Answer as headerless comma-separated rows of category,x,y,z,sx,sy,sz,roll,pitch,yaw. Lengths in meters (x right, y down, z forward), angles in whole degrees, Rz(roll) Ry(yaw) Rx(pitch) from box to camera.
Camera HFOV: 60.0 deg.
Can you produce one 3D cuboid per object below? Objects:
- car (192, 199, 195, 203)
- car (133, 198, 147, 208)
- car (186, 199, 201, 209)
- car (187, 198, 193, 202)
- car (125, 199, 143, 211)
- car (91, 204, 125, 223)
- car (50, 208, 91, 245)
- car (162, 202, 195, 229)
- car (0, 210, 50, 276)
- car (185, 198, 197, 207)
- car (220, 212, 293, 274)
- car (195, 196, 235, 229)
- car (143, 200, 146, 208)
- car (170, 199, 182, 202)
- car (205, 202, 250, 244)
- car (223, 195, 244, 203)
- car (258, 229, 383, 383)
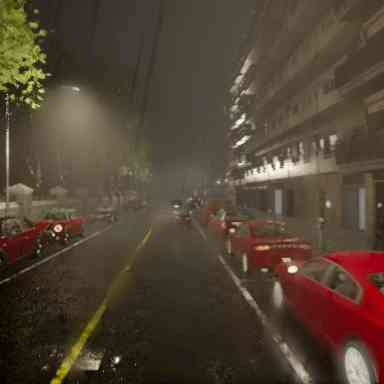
car,1.343,1.513,27.355,1.967,1.590,4.097,-1,0,-3
car,-8.481,1.790,54.861,1.752,1.417,4.829,-1,0,-3
car,0.172,1.729,49.845,1.947,1.339,4.313,-1,0,-3
car,0.463,1.579,44.222,1.967,1.590,4.097,-1,0,-3
car,-7.895,1.741,43.615,1.752,1.417,4.829,-1,0,-3
car,-7.024,1.701,26.918,2.008,1.369,4.403,-1,0,-3
car,-6.440,1.549,15.672,1.967,1.590,4.097,-1,0,-3
car,-0.988,1.626,22.128,2.033,1.411,5.357,-1,0,-3
car,-6.147,1.528,10.051,1.967,1.590,4.097,-1,0,-3
car,-0.131,1.714,55.638,1.752,1.417,4.829,-1,0,-3
car,2.223,1.556,10.487,1.887,1.381,4.507,-1,0,-3
car,1.634,1.367,21.732,2.192,1.841,5.009,-1,0,-3
car,-8.196,1.791,49.408,2.008,1.369,4.403,-1,0,-3
car,-2.040,1.633,42.315,1.882,1.535,5.008,-1,0,-3
car,1.929,1.472,16.109,1.967,1.590,4.097,-1,0,-3
car,10.385,1.792,83.045,5.009,1.841,2.192,1,-1,-3
car,2.516,1.536,4.864,1.887,1.381,4.507,-1,0,-3
